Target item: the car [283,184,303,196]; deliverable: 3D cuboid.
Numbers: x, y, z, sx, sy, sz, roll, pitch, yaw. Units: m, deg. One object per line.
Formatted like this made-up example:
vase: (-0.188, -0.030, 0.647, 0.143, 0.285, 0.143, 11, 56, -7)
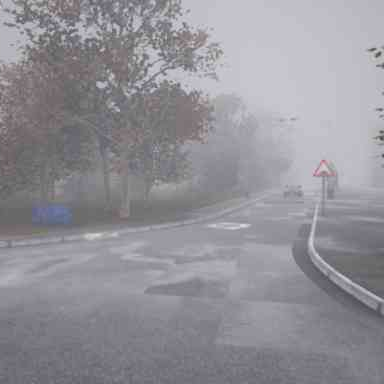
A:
car: (11.670, -0.225, 38.160, 1.895, 1.301, 4.718, 0, 3, 21)
